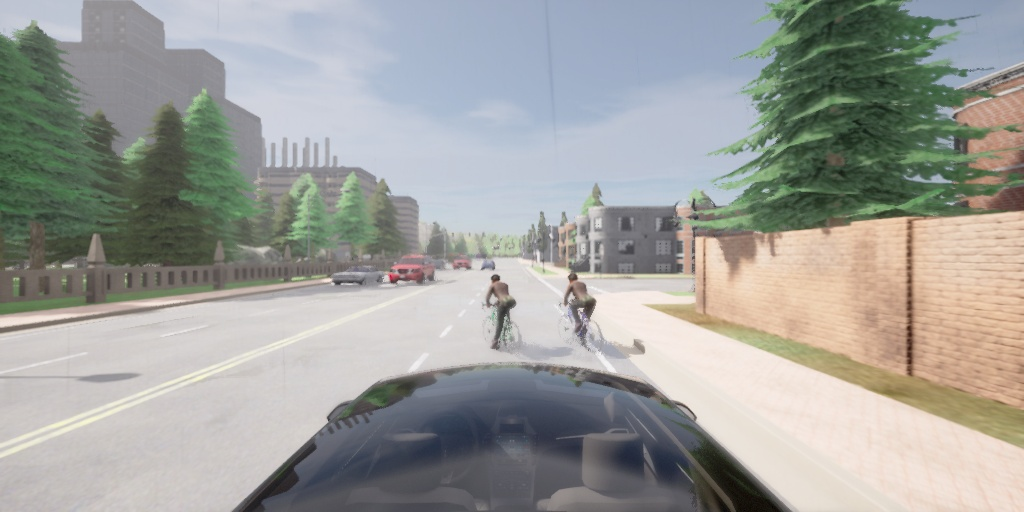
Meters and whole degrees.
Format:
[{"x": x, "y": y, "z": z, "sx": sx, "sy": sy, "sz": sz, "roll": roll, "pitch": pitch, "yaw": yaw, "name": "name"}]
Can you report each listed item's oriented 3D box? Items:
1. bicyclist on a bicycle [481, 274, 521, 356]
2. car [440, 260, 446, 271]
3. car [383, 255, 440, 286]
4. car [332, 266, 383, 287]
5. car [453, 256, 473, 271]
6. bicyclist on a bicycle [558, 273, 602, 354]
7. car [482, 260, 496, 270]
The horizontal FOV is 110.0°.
[{"x": -0.259, "y": 1.207, "z": 7.611, "sx": 0.582, "sy": 1.620, "sz": 1.656, "roll": 0, "pitch": -2, "yaw": -31, "name": "bicyclist on a bicycle"}, {"x": -10.550, "y": 1.271, "z": 50.375, "sx": 1.837, "sy": 1.490, "sz": 4.892, "roll": 0, "pitch": 0, "yaw": 0, "name": "car"}, {"x": -7.083, "y": 0.978, "z": 26.001, "sx": 2.150, "sy": 2.045, "sz": 5.566, "roll": 0, "pitch": 0, "yaw": 0, "name": "car"}, {"x": -10.585, "y": 1.358, "z": 25.004, "sx": 1.895, "sy": 1.301, "sz": 4.718, "roll": 0, "pitch": 0, "yaw": 0, "name": "car"}, {"x": -7.044, "y": 0.987, "z": 51.413, "sx": 2.150, "sy": 2.045, "sz": 5.566, "roll": 0, "pitch": 0, "yaw": 1, "name": "car"}, {"x": 1.421, "y": 1.202, "z": 7.758, "sx": 0.582, "sy": 1.620, "sz": 1.656, "roll": 0, "pitch": -2, "yaw": -24, "name": "bicyclist on a bicycle"}, {"x": -3.367, "y": 1.314, "z": 52.449, "sx": 2.033, "sy": 1.411, "sz": 5.357, "roll": 0, "pitch": 0, "yaw": 0, "name": "car"}]
